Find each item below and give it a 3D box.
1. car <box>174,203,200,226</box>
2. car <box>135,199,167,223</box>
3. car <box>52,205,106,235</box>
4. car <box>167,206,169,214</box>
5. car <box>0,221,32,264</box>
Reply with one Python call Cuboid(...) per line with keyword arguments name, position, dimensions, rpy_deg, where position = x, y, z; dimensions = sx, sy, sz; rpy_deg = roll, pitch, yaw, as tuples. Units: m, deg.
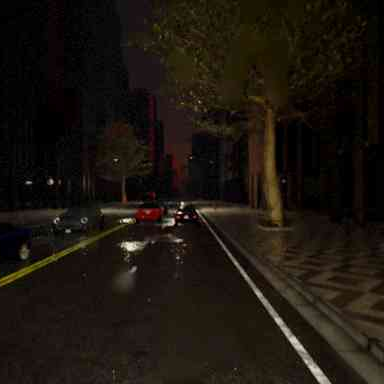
Cuboid(name="car", position=(-0.392, 1.823, 25.691), dimensions=(2.033, 1.411, 5.357), rpy_deg=(0, -1, 0))
Cuboid(name="car", position=(-3.671, 1.693, 29.512), dimensions=(2.097, 1.767, 4.553), rpy_deg=(0, -1, -1))
Cuboid(name="car", position=(-6.914, 1.624, 20.751), dimensions=(2.097, 1.767, 4.553), rpy_deg=(0, -1, -1))
Cuboid(name="car", position=(-3.866, 2.004, 40.151), dimensions=(2.033, 1.411, 5.357), rpy_deg=(0, -1, -1))
Cuboid(name="car", position=(-6.753, 1.636, 10.125), dimensions=(1.882, 1.535, 5.008), rpy_deg=(0, -1, -1))
